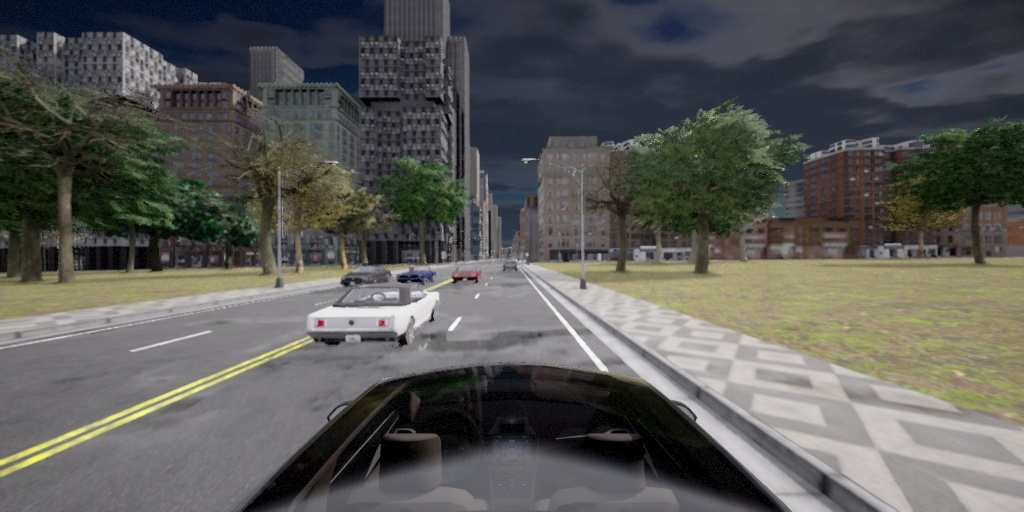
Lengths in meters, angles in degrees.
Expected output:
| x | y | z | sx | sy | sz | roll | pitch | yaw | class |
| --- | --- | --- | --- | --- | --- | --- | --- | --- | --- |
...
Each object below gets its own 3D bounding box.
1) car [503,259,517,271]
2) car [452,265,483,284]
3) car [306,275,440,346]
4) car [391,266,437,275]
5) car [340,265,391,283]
| x | y | z | sx | sy | sz | roll | pitch | yaw | class |
| --- | --- | --- | --- | --- | --- | --- | --- | --- | --- |
| -0.247 | 1.247 | 49.083 | 2.128 | 1.511 | 4.902 | 0 | 0 | -1 | car |
| -3.332 | 1.366 | 27.502 | 1.895 | 1.301 | 4.718 | 0 | 0 | 0 | car |
| -3.194 | 1.365 | 9.400 | 1.895 | 1.301 | 4.718 | 0 | 0 | 0 | car |
| -6.766 | 1.386 | 25.729 | 1.895 | 1.301 | 4.718 | 0 | 0 | 0 | car |
| -10.013 | 1.351 | 25.134 | 2.033 | 1.411 | 5.357 | 0 | 0 | 0 | car |
